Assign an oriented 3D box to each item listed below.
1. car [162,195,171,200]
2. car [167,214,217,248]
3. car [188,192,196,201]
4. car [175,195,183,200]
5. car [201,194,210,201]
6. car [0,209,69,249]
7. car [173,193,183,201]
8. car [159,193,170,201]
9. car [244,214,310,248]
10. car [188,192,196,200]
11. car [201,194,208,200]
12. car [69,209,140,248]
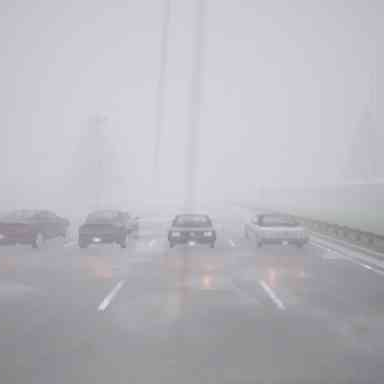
[{"bbox_3d":[-7.000,1.482,91.905,1.895,1.301,4.718,0,0,0],"label":"car"},{"bbox_3d":[0.000,1.613,14.680,1.895,1.301,4.718,0,0,0],"label":"car"},{"bbox_3d":[0.000,1.469,82.283,1.837,1.490,4.892,0,0,0],"label":"car"},{"bbox_3d":[-3.500,1.482,91.904,1.895,1.301,4.718,0,0,0],"label":"car"},{"bbox_3d":[3.500,1.469,82.283,1.837,1.490,4.892,0,0,0],"label":"car"},{"bbox_3d":[-7.000,1.482,14.650,1.882,1.535,5.008,0,0,0],"label":"car"},{"bbox_3d":[-3.500,1.194,82.313,2.150,2.045,5.566,0,0,0],"label":"car"},{"bbox_3d":[-7.000,1.194,82.313,2.150,2.045,5.566,0,0,0],"label":"car"},{"bbox_3d":[3.500,1.613,14.680,1.895,1.301,4.718,0,0,0],"label":"car"},{"bbox_3d":[0.000,1.136,92.737,2.150,2.045,5.566,0,0,0],"label":"car"},{"bbox_3d":[3.500,1.411,92.707,1.837,1.490,4.892,0,0,0],"label":"car"},{"bbox_3d":[-3.500,1.513,14.650,1.837,1.490,4.892,0,0,0],"label":"car"}]
